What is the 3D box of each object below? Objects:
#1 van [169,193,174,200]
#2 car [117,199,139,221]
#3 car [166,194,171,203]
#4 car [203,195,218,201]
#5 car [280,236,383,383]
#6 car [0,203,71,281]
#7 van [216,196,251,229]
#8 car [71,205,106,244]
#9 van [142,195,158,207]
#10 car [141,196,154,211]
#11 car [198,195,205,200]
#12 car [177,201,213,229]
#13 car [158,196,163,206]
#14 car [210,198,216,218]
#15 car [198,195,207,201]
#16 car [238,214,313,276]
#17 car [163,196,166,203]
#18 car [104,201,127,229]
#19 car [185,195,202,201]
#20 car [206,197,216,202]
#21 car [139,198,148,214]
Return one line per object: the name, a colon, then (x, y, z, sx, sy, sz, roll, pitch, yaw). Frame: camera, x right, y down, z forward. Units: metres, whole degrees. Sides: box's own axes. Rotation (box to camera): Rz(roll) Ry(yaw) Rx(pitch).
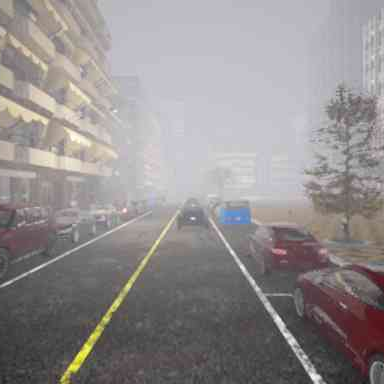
van: (-5.836, 1.222, 92.840, 1.690, 1.788, 3.998, -1, 0, 0)
car: (-5.734, 1.390, 26.520, 1.967, 1.590, 4.097, 0, 0, 0)
car: (-5.792, 1.464, 65.207, 1.947, 1.339, 4.313, 0, 0, 0)
car: (2.629, 1.365, 37.587, 1.967, 1.590, 4.097, 0, 0, 0)
car: (2.680, 1.569, 4.428, 1.802, 1.307, 4.206, 0, 0, 0)
car: (-5.711, 1.297, 9.941, 2.192, 1.841, 5.009, 0, 0, 0)
van: (2.653, 1.293, 21.007, 1.690, 1.788, 3.998, 0, 0, 0)
car: (-5.717, 1.521, 15.469, 2.008, 1.369, 4.403, 0, 0, 0)
van: (-5.761, 1.265, 43.102, 1.690, 1.788, 3.998, 0, 0, 0)
car: (-5.750, 1.477, 37.574, 1.887, 1.381, 4.507, 0, 0, 0)
car: (2.546, 1.418, 92.852, 1.887, 1.381, 4.507, -1, 0, 0)
car: (0.068, 1.518, 21.537, 1.994, 1.385, 4.181, 0, 0, 0)
car: (-5.767, 1.499, 48.628, 1.802, 1.307, 4.206, 0, 0, 0)
car: (2.646, 1.467, 26.703, 1.752, 1.417, 4.829, 0, 0, 0)
car: (2.563, 1.423, 81.800, 1.887, 1.381, 4.507, -1, 0, 0)
car: (2.671, 1.557, 9.954, 1.802, 1.307, 4.206, 0, 0, 0)
car: (-5.776, 1.492, 54.154, 1.802, 1.307, 4.206, 0, 0, 0)
car: (-5.725, 1.510, 20.995, 2.008, 1.369, 4.403, 0, 0, 0)
car: (0.038, 1.396, 43.444, 1.882, 1.535, 5.008, 0, 0, 0)
car: (2.638, 1.499, 32.061, 1.947, 1.339, 4.313, 0, 0, 0)
car: (-5.742, 1.506, 32.048, 1.947, 1.339, 4.313, 0, 0, 0)
